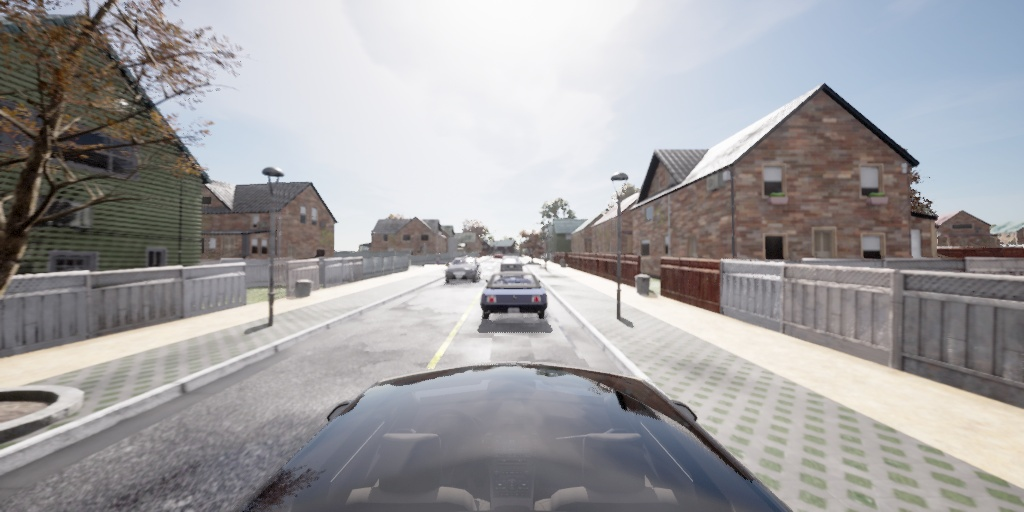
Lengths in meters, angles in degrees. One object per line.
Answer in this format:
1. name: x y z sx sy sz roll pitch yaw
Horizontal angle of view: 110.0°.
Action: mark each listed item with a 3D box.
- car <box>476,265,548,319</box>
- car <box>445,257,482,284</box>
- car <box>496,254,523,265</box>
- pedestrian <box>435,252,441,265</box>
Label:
1. car: 0.043 1.156 11.893 1.895 1.301 4.718 0 1 0
2. car: -2.953 0.852 22.412 2.128 1.511 4.902 0 1 0
3. car: -0.052 0.794 28.873 2.033 1.411 5.357 0 1 0
4. pedestrian: -10.179 0.339 49.280 0.375 1.860 0.375 0 -1 5
